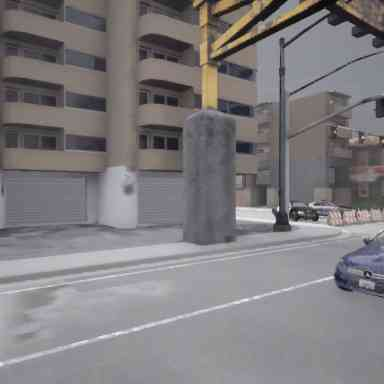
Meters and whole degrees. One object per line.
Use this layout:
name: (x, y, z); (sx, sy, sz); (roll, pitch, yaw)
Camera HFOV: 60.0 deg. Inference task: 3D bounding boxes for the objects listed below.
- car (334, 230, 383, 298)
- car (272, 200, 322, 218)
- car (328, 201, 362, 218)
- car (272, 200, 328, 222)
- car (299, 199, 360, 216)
car: (5.270, 1.526, 7.795); (4.674, 1.442, 1.812); (0, 0, -36)
car: (8.215, 1.295, 26.485); (1.853, 1.218, 4.536); (0, 0, -11)
car: (11.800, 1.453, 28.584); (4.974, 1.542, 2.038); (0, 0, 34)
car: (8.225, 1.453, 26.434); (2.038, 1.542, 4.974); (0, 0, -11)
car: (11.757, 1.295, 28.613); (4.536, 1.218, 1.853); (0, 0, 34)
